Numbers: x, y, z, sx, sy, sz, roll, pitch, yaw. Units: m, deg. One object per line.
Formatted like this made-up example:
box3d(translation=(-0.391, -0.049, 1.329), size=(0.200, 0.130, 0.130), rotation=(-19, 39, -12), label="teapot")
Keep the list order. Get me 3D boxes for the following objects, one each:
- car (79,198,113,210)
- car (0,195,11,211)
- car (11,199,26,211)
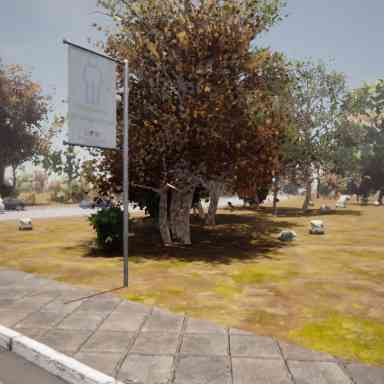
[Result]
box3d(translation=(-12.600, 1.503, 43.731), size=(1.812, 1.442, 4.674), rotation=(0, 1, 38), label="car")
box3d(translation=(-21.435, 1.222, 32.592), size=(2.150, 2.045, 5.566), rotation=(0, 0, 39), label="car")
box3d(translation=(-21.643, 1.502, 37.945), size=(1.837, 1.490, 4.892), rotation=(0, 0, 39), label="car")
